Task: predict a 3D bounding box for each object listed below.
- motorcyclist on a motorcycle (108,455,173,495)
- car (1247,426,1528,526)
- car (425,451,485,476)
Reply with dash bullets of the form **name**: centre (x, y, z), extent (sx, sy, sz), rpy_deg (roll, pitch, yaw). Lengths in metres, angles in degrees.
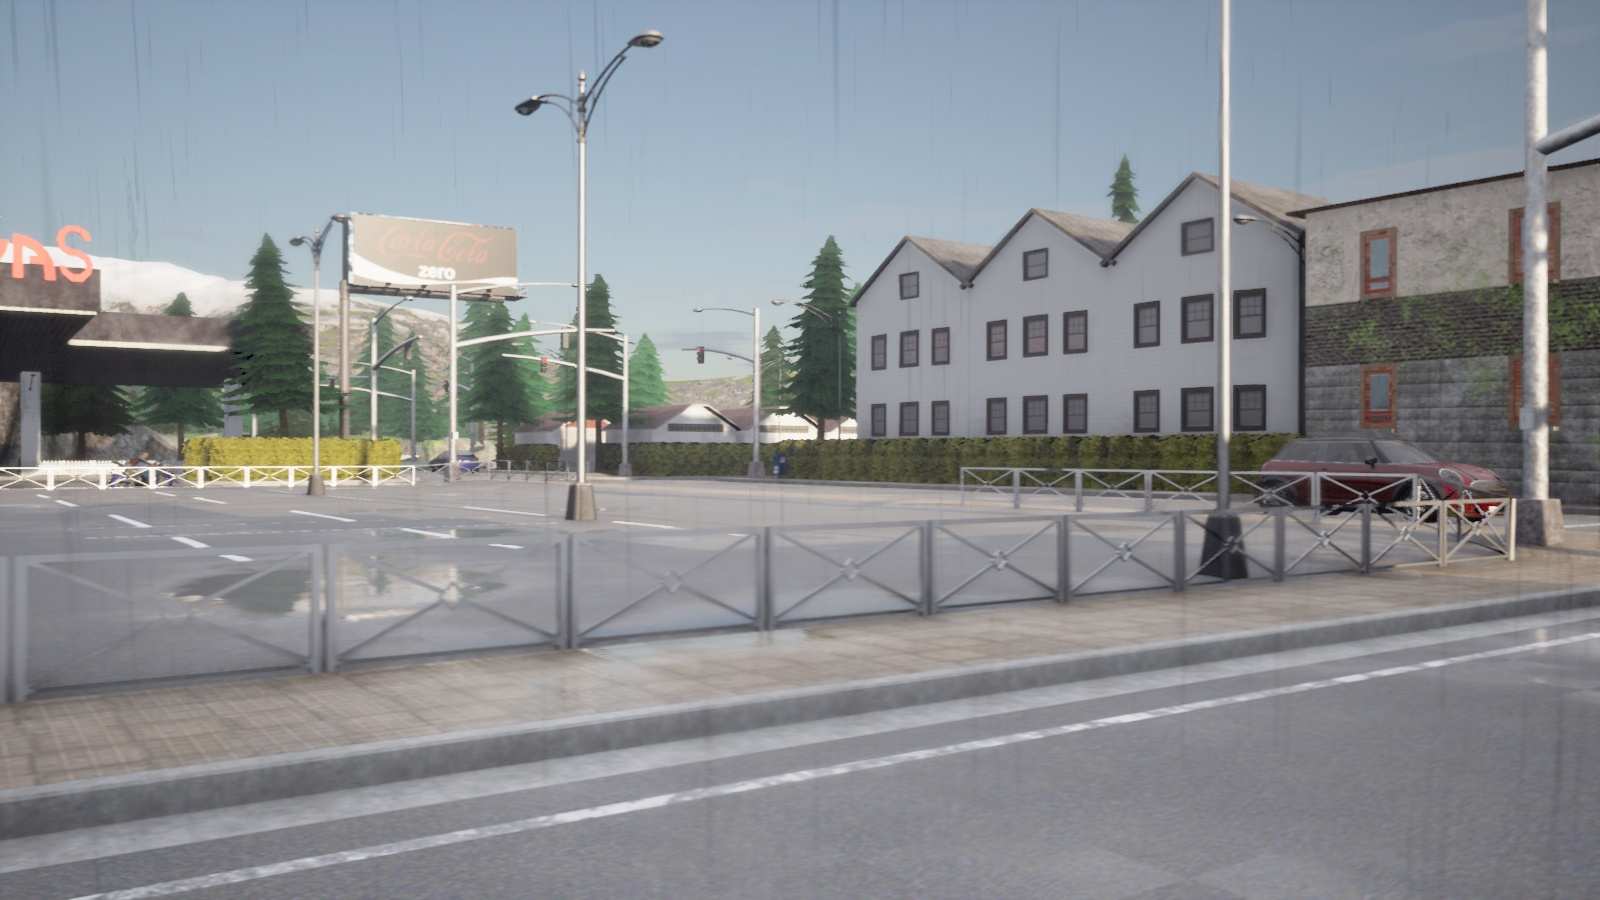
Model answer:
- **motorcyclist on a motorcycle**: centre (-26.077, 0.972, 49.691), extent (2.191, 1.530, 0.866), rpy_deg (0, 0, -35)
- **car**: centre (11.399, 0.463, 24.664), extent (2.097, 1.767, 4.553), rpy_deg (0, 0, -35)
- **car**: centre (-21.583, 0.821, 78.431), extent (2.163, 1.488, 4.792), rpy_deg (-1, 1, -34)
